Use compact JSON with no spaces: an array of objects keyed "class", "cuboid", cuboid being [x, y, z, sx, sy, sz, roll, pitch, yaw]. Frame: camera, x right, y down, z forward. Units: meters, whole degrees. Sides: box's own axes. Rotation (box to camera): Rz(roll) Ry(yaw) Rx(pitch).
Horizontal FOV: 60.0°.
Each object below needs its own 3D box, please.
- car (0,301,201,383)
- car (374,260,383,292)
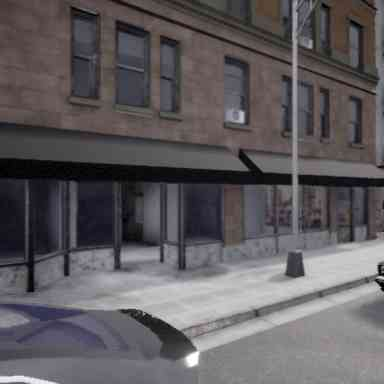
[{"class":"car","cuboid":[-2.106,1.495,1.525,4.902,1.511,2.128,1,-1,-37]},{"class":"car","cuboid":[6.105,1.678,7.501,4.718,1.301,1.895,1,-1,-36]}]
